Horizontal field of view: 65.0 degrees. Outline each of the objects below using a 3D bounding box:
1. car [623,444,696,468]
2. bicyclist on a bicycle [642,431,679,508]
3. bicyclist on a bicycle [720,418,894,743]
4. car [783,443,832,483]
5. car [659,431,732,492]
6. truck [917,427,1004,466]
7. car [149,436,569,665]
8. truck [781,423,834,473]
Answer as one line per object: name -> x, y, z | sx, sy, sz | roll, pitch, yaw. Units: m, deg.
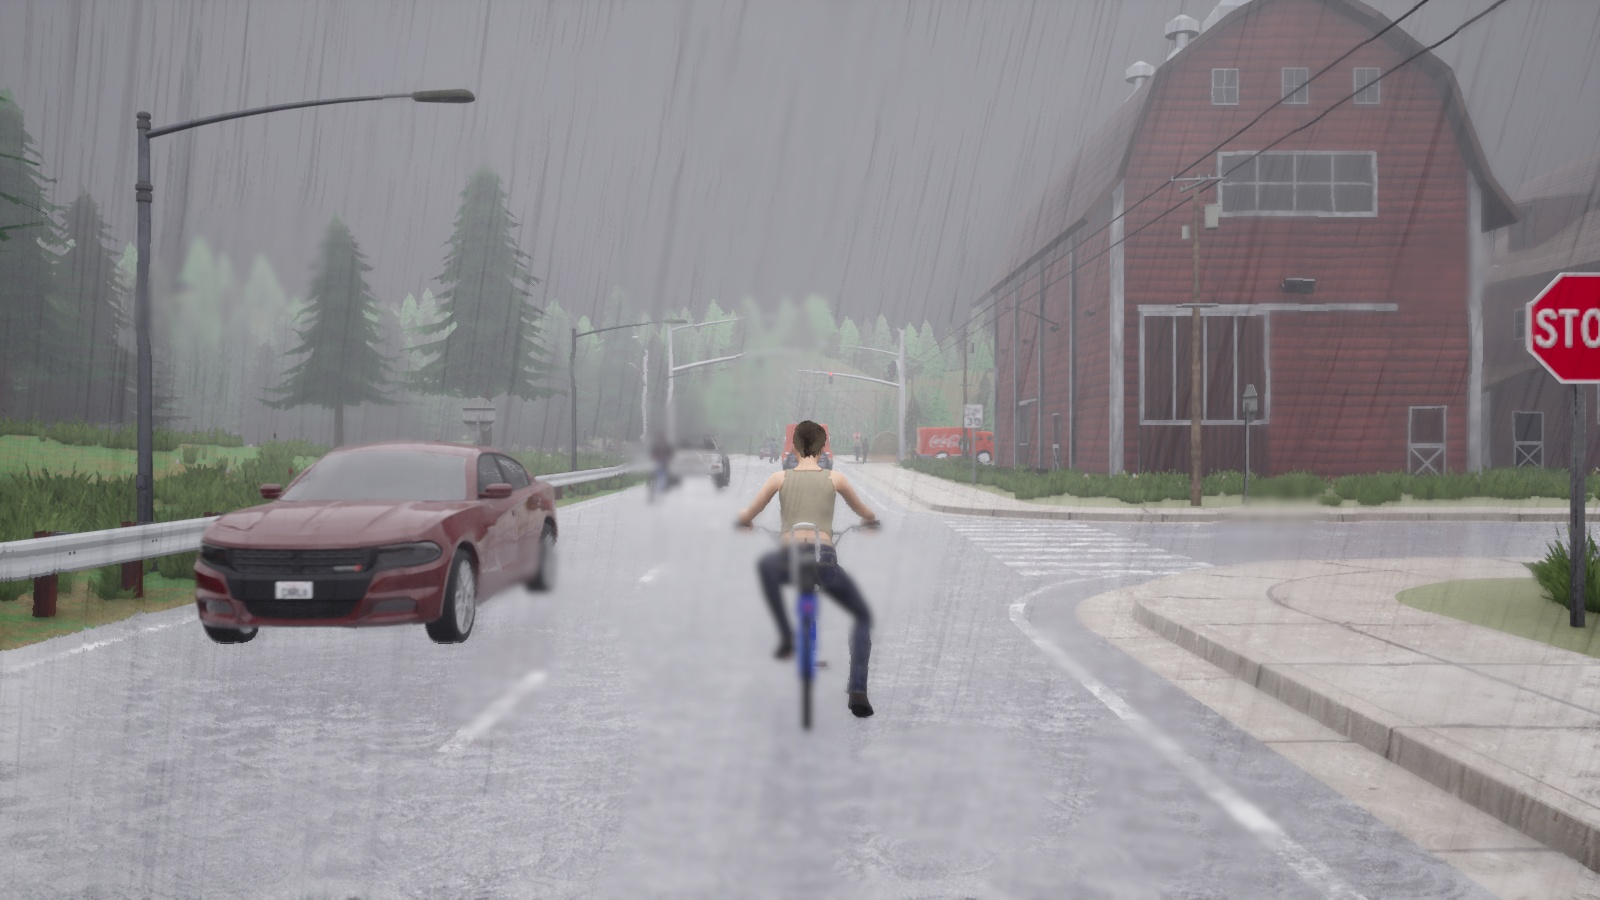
car -> -8.543, 0.350, 76.404 | 4.181, 1.385, 1.994 | 0, 0, 1
bicyclist on a bicycle -> -3.316, 0.445, 29.987 | 0.659, 1.776, 1.843 | 0, 0, 0
bicyclist on a bicycle -> 0.045, 0.644, 6.984 | 0.866, 1.612, 1.509 | 0, 0, 1
car -> 0.290, 0.485, 48.810 | 1.816, 1.474, 4.193 | 0, 0, 0
car -> -3.260, 0.335, 40.010 | 1.932, 1.855, 4.605 | 0, 0, 0
truck -> 10.221, -0.211, 80.175 | 5.204, 2.467, 2.627 | 0, 0, -1
car -> -3.423, 0.660, 10.941 | 1.882, 1.535, 5.008 | 0, 0, 0
truck -> 0.381, -0.106, 64.841 | 2.627, 2.467, 5.204 | 0, 0, 0
